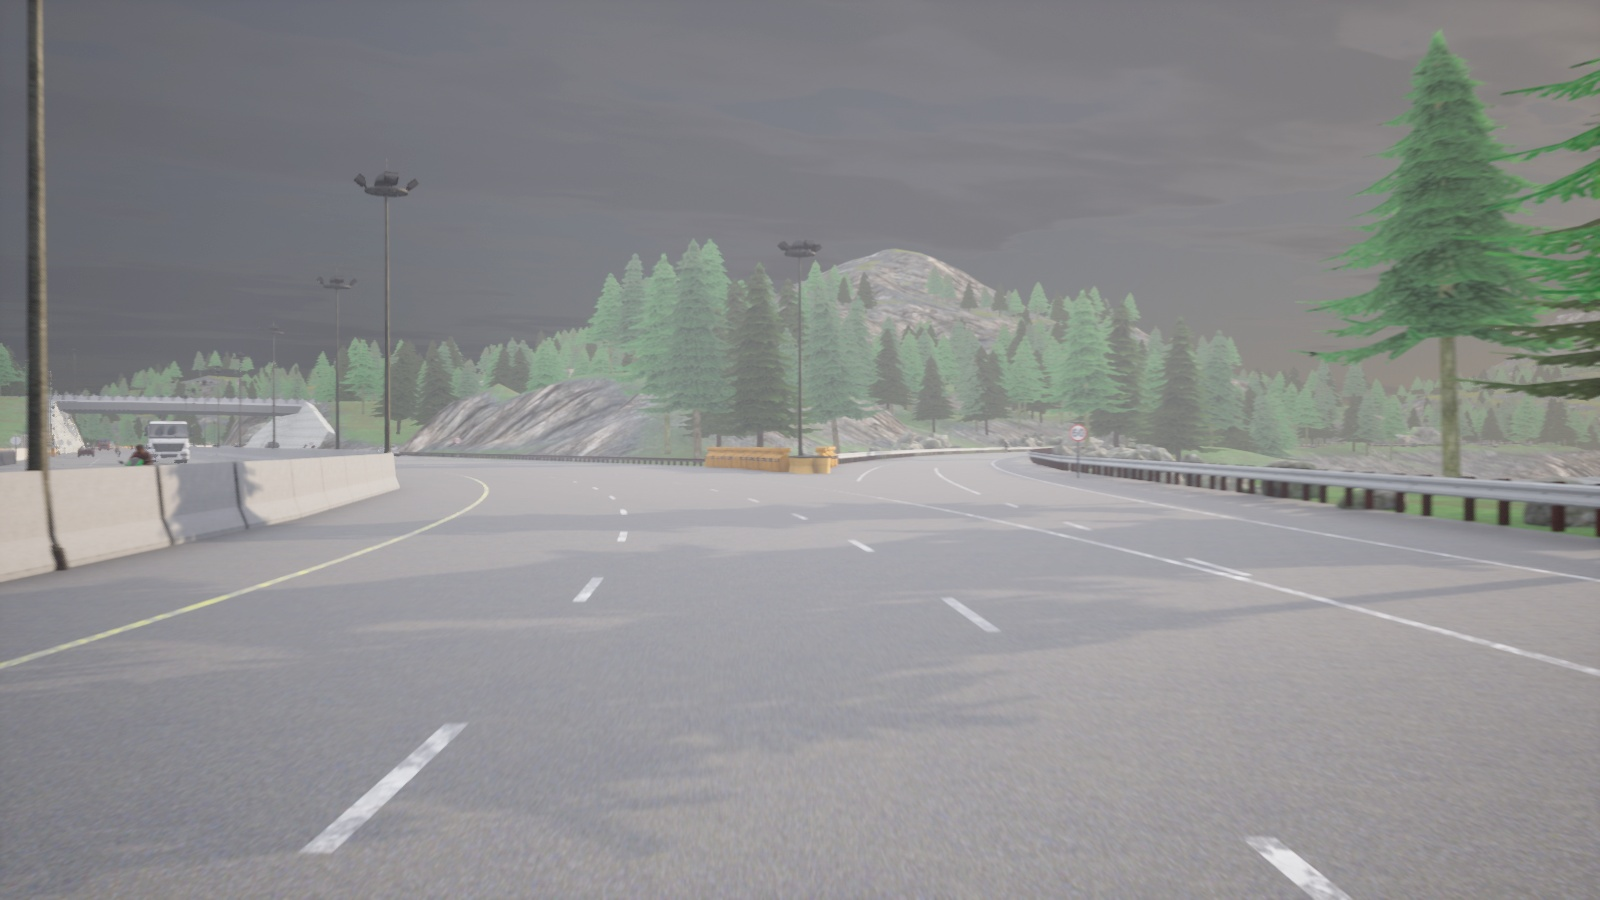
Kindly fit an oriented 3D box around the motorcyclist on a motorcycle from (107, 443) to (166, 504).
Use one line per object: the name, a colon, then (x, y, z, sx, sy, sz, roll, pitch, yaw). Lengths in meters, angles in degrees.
motorcyclist on a motorcycle: (-17.232, 0.574, 32.647, 0.797, 1.523, 2.044, -1, 1, -12)
